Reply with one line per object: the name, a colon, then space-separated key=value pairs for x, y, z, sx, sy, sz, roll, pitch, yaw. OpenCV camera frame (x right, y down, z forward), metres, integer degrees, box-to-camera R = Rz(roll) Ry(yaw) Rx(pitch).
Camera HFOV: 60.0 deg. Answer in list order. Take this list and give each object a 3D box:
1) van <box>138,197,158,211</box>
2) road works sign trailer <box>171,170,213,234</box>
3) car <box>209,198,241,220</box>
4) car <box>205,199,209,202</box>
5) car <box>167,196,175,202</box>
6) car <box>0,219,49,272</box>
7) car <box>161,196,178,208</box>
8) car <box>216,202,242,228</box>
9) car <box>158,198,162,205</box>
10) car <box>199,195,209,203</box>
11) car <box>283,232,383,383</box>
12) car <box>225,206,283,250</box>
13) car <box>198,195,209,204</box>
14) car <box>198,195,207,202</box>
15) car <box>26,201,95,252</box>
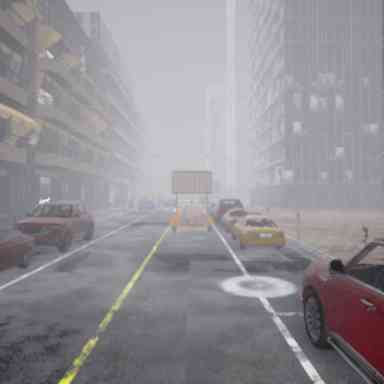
van: x=-5.675 y=1.453 z=41.889 sx=1.690 sy=1.788 sz=3.998 roll=1 pitch=0 yaw=0
road works sign trailer: x=-0.001 y=0.509 z=19.673 sx=2.380 sy=3.560 sz=2.880 roll=0 pitch=0 yaw=0
car: x=2.705 y=1.375 z=25.319 sx=2.192 sy=1.841 sz=5.009 roll=1 pitch=0 yaw=0
car: x=2.701 y=1.638 z=36.365 sx=1.887 sy=1.381 sz=4.507 roll=1 pitch=0 yaw=0
car: x=-5.680 y=1.896 z=91.592 sx=1.887 sy=1.381 sz=4.507 roll=1 pitch=0 yaw=0
car: x=-5.679 y=1.600 z=8.751 sx=1.802 sy=1.307 sz=4.206 roll=1 pitch=0 yaw=0
car: x=-3.079 y=1.693 z=50.641 sx=2.033 sy=1.411 sz=5.357 roll=0 pitch=0 yaw=0
car: x=2.702 y=1.571 z=19.966 sx=1.752 sy=1.417 sz=4.829 roll=1 pitch=0 yaw=0
car: x=-5.680 y=1.787 z=63.979 sx=1.802 sy=1.307 sz=4.206 roll=1 pitch=0 yaw=0
car: x=2.703 y=1.575 z=75.025 sx=2.192 sy=1.841 sz=5.009 roll=1 pitch=0 yaw=0
car: x=2.705 y=1.322 z=3.228 sx=2.192 sy=1.841 sz=5.009 roll=1 pitch=0 yaw=0
car: x=2.702 y=1.557 z=14.444 sx=1.752 sy=1.417 sz=4.829 roll=1 pitch=0 yaw=0
car: x=2.700 y=1.798 z=69.500 sx=1.947 sy=1.339 sz=4.313 roll=1 pitch=0 yaw=0
car: x=2.703 y=1.634 z=86.071 sx=2.192 sy=1.841 sz=5.009 roll=1 pitch=0 yaw=0
car: x=-5.675 y=1.346 z=14.275 sx=2.192 sy=1.841 sz=5.009 roll=1 pitch=0 yaw=0
